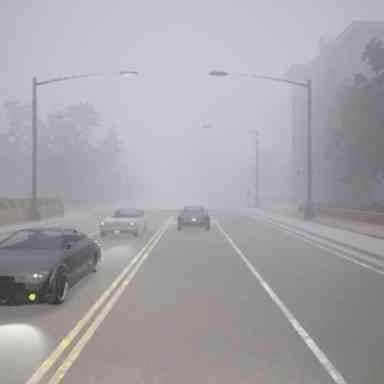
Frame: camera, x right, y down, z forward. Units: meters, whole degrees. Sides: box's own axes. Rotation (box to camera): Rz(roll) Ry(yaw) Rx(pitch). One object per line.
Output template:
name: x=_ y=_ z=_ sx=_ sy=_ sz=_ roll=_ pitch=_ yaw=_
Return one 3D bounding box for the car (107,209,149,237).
car: x=-3.567 y=1.593 z=18.074 sx=1.895 sy=1.301 sz=4.718 roll=0 pitch=0 yaw=0

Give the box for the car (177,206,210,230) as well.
car: x=0.102 y=1.555 z=21.221 sx=1.994 sy=1.385 sz=4.181 roll=0 pitch=0 yaw=0

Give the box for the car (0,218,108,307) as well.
car: x=-3.582 y=1.561 z=7.922 sx=1.994 sy=1.385 sz=4.181 roll=0 pitch=0 yaw=0
